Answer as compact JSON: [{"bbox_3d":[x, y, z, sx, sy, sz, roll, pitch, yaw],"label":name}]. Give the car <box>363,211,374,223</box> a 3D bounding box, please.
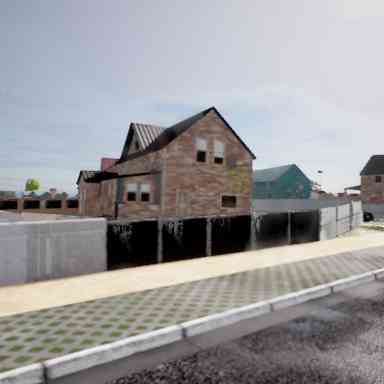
[{"bbox_3d":[12.508,1.759,27.125,1.994,1.385,4.181,3,-2,-28],"label":"car"}]
